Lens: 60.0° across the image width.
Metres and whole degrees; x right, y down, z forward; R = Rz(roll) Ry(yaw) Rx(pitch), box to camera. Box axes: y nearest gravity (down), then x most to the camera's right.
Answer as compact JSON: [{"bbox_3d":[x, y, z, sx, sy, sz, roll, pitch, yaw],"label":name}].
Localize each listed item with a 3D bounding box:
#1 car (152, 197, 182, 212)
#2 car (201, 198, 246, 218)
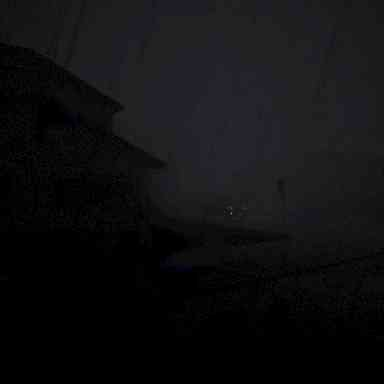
[{"bbox_3d":[-3.047,1.351,38.484,2.097,1.767,4.553,0,0,-35],"label":"car"},{"bbox_3d":[2.796,1.351,30.209,2.097,1.767,4.553,0,0,-36],"label":"car"}]
